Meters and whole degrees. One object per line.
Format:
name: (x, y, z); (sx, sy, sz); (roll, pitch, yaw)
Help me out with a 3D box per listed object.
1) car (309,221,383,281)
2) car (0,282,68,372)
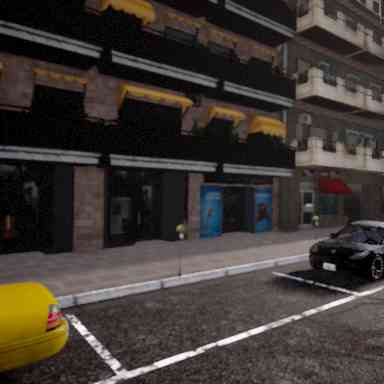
car: (5.345, 1.567, 9.892); (4.313, 1.339, 1.947); (0, 1, -35)
car: (-3.855, 1.526, 3.336); (4.829, 1.417, 1.752); (0, 1, -35)
